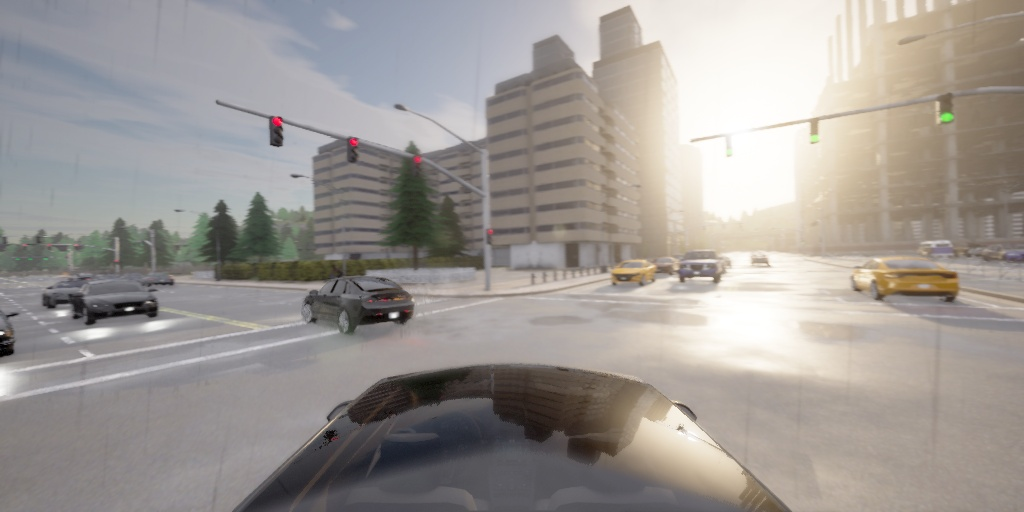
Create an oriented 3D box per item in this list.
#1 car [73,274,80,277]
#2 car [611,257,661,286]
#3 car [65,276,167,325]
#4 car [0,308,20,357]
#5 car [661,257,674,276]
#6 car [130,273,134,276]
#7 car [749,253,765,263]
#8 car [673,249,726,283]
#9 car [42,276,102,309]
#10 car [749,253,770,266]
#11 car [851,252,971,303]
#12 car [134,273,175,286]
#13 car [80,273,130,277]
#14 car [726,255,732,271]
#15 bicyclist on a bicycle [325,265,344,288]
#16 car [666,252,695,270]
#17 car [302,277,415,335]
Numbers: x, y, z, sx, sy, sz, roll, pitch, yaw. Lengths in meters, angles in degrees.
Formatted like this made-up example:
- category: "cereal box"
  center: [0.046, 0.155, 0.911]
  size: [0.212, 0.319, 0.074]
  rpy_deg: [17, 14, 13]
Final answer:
- category: "car"
  center: [-45.715, 2.629, 38.359]
  size: [4.892, 1.490, 1.837]
  rpy_deg: [-2, 0, 33]
- category: "car"
  center: [7.808, 0.983, 22.818]
  size: [1.882, 1.535, 5.008]
  rpy_deg: [-2, 0, 33]
- category: "car"
  center: [-15.840, 1.731, 14.271]
  size: [4.892, 1.490, 1.837]
  rpy_deg: [-2, 0, 33]
- category: "car"
  center: [-13.807, 1.714, 8.743]
  size: [5.357, 1.411, 2.033]
  rpy_deg: [-2, 0, 33]
- category: "car"
  center: [13.073, 0.820, 30.811]
  size: [1.882, 1.535, 5.008]
  rpy_deg: [-2, 0, 33]
- category: "car"
  center: [-44.204, 2.641, 41.668]
  size: [4.181, 1.385, 1.994]
  rpy_deg: [-2, 0, 33]
- category: "car"
  center: [35.747, 0.246, 52.404]
  size: [1.895, 1.301, 4.718]
  rpy_deg: [-2, 0, 33]
- category: "car"
  center: [12.295, 0.590, 23.283]
  size: [2.150, 2.045, 5.566]
  rpy_deg: [-2, 0, 33]
- category: "car"
  center: [-24.093, 2.039, 19.735]
  size: [4.181, 1.385, 1.994]
  rpy_deg: [-2, 0, 33]
- category: "car"
  center: [29.050, 0.400, 42.033]
  size: [2.033, 1.411, 5.357]
  rpy_deg: [-2, 0, 33]
- category: "car"
  center: [14.582, 0.780, 13.602]
  size: [1.882, 1.535, 5.008]
  rpy_deg: [-2, 0, 33]
- category: "car"
  center: [-35.913, 2.392, 36.189]
  size: [4.181, 1.385, 1.994]
  rpy_deg: [-2, 0, 33]
- category: "car"
  center: [-37.554, 2.426, 33.029]
  size: [5.357, 1.411, 2.033]
  rpy_deg: [-2, 0, 34]
- category: "car"
  center: [17.668, 0.694, 31.412]
  size: [2.128, 1.511, 4.902]
  rpy_deg: [-2, 0, 34]
- category: "bicyclist on a bicycle"
  center: [-12.310, 1.416, 25.096]
  size: [0.582, 1.620, 1.656]
  rpy_deg: [-2, 0, 33]
- category: "car"
  center: [18.191, 0.536, 38.526]
  size: [2.097, 1.767, 4.553]
  rpy_deg: [-2, 0, 34]
- category: "car"
  center: [-4.959, 1.402, 11.322]
  size: [4.892, 1.490, 1.837]
  rpy_deg: [-2, -1, 43]
